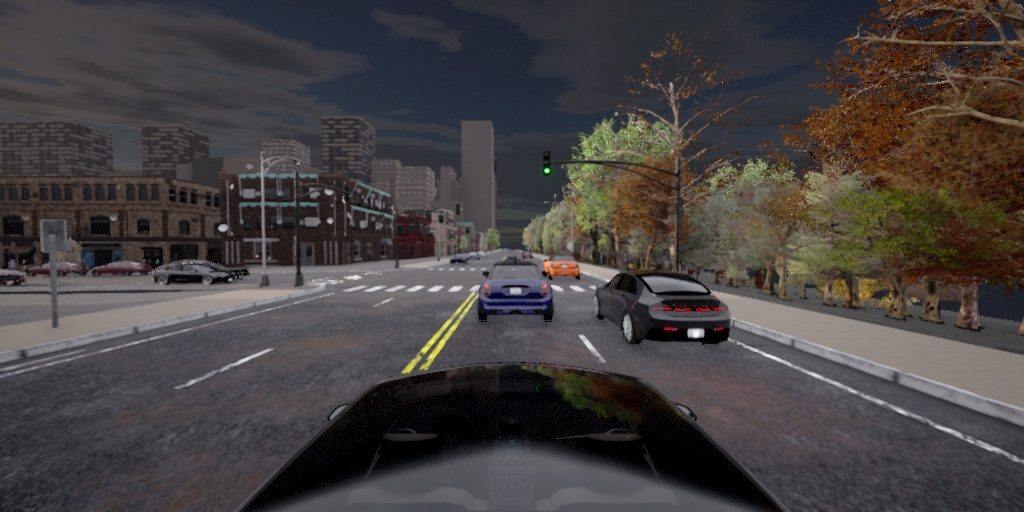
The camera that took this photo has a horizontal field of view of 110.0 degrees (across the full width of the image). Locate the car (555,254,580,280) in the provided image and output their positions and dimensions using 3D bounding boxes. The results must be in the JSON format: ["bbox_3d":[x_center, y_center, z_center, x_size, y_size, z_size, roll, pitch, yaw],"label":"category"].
[{"bbox_3d":[3.346,0.630,24.971,2.097,1.767,4.553,0,1,0],"label":"car"}]

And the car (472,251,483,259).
[{"bbox_3d":[-6.549,0.058,61.454,1.812,1.442,4.674,0,1,1],"label":"car"}]

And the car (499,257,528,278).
[{"bbox_3d":[0.095,0.800,27.077,1.994,1.385,4.181,0,1,0],"label":"car"}]

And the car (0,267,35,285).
[{"bbox_3d":[-33.827,1.172,22.778,4.097,1.591,1.967,0,0,0],"label":"car"}]

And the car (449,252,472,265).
[{"bbox_3d":[-6.593,0.470,44.987,1.895,1.301,4.718,0,1,0],"label":"car"}]

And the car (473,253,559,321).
[{"bbox_3d":[0.099,0.902,11.614,2.097,1.767,4.553,0,1,0],"label":"car"}]

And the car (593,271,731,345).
[{"bbox_3d":[3.349,1.108,8.946,1.837,1.490,4.892,0,1,0],"label":"car"}]

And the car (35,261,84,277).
[{"bbox_3d":[-39.354,1.124,31.163,4.207,1.307,1.802,0,0,0],"label":"car"}]

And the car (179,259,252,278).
[{"bbox_3d":[-21.334,1.113,25.333,4.718,1.301,1.895,-1,2,0],"label":"car"}]

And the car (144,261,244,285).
[{"bbox_3d":[-19.950,1.143,22.638,4.313,1.339,1.948,0,0,0],"label":"car"}]

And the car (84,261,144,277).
[{"bbox_3d":[-33.820,1.062,31.155,4.207,1.307,1.802,0,0,0],"label":"car"}]
